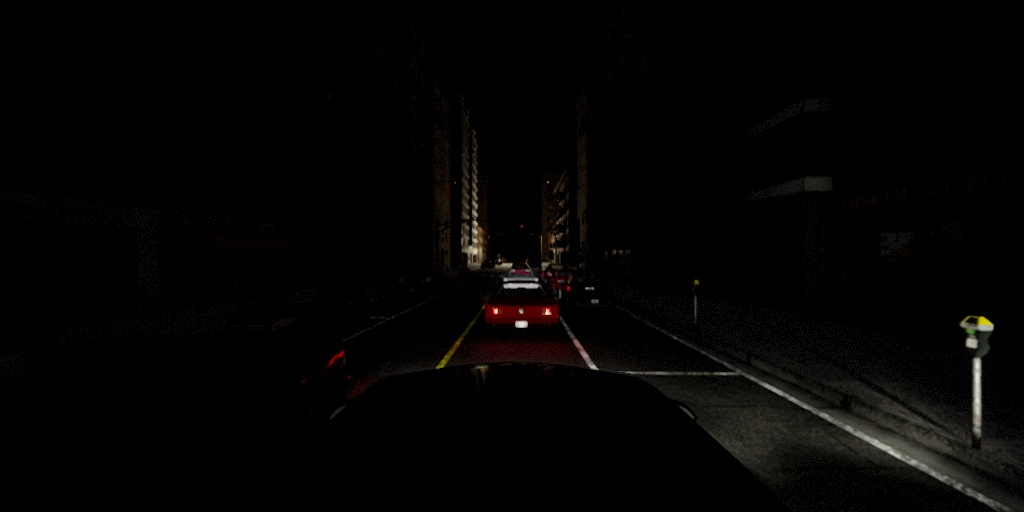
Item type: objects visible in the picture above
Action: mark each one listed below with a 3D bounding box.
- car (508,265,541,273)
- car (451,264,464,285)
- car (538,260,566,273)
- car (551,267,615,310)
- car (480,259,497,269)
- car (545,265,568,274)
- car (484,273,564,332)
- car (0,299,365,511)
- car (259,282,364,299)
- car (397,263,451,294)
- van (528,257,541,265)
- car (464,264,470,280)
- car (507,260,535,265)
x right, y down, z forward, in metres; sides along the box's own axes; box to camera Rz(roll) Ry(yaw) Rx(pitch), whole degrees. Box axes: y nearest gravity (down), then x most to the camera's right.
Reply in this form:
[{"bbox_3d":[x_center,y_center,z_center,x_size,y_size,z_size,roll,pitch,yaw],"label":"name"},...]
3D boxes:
[{"bbox_3d":[0.521,1.391,21.026,1.895,1.301,4.718,0,0,1],"label":"car"},{"bbox_3d":[-4.860,1.325,25.558,1.751,1.417,4.829,0,0,1],"label":"car"},{"bbox_3d":[3.167,1.240,25.549,1.967,1.591,4.097,0,0,1],"label":"car"},{"bbox_3d":[2.908,1.327,14.514,2.007,1.370,4.403,0,0,1],"label":"car"},{"bbox_3d":[-4.091,1.416,58.320,2.007,1.370,4.403,0,0,1],"label":"car"},{"bbox_3d":[3.037,1.370,20.031,1.802,1.307,4.207,0,0,1],"label":"car"},{"bbox_3d":[0.287,1.370,10.905,1.895,1.301,4.718,0,0,1],"label":"car"},{"bbox_3d":[-2.877,1.298,2.037,2.033,1.411,5.357,0,0,1],"label":"car"},{"bbox_3d":[-5.245,1.347,9.178,1.802,1.307,4.207,0,0,1],"label":"car"},{"bbox_3d":[-4.986,1.227,20.212,1.967,1.591,4.097,0,0,1],"label":"car"},{"bbox_3d":[3.932,1.207,58.140,1.690,1.789,3.998,0,0,1],"label":"van"},{"bbox_3d":[-4.727,1.361,31.245,2.007,1.370,4.403,0,0,1],"label":"car"},{"bbox_3d":[0.653,1.337,31.115,1.812,1.442,4.674,0,0,-1],"label":"car"}]
